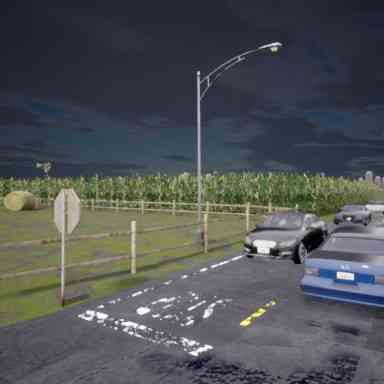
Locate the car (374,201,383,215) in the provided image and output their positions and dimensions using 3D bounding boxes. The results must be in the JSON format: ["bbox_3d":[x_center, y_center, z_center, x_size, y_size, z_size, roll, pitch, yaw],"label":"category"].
[{"bbox_3d":[18.841,1.600,34.067,1.895,1.301,4.718,-1,0,35],"label":"car"}]

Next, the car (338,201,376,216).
[{"bbox_3d":[11.353,1.577,23.366,1.994,1.385,4.181,-1,0,34],"label":"car"}]

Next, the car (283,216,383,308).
[{"bbox_3d":[4.172,1.547,8.011,2.033,1.411,5.357,-1,0,35],"label":"car"}]

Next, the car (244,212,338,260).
[{"bbox_3d":[3.567,1.513,12.141,2.128,1.511,4.902,-1,0,35],"label":"car"}]
